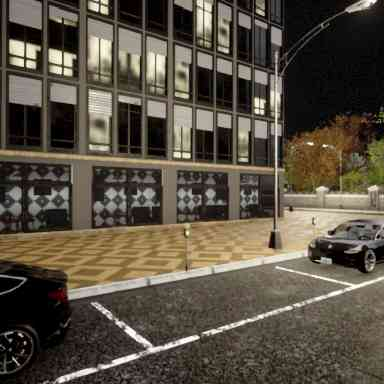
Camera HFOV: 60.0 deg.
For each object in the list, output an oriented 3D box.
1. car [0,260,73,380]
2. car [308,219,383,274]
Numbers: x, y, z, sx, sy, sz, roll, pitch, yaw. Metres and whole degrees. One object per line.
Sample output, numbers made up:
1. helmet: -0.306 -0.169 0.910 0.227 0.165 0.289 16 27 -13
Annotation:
1. car: -3.677 1.566 3.935 4.313 1.339 1.947 0 0 -36
2. car: 5.551 1.562 10.623 4.313 1.339 1.947 0 0 -36
